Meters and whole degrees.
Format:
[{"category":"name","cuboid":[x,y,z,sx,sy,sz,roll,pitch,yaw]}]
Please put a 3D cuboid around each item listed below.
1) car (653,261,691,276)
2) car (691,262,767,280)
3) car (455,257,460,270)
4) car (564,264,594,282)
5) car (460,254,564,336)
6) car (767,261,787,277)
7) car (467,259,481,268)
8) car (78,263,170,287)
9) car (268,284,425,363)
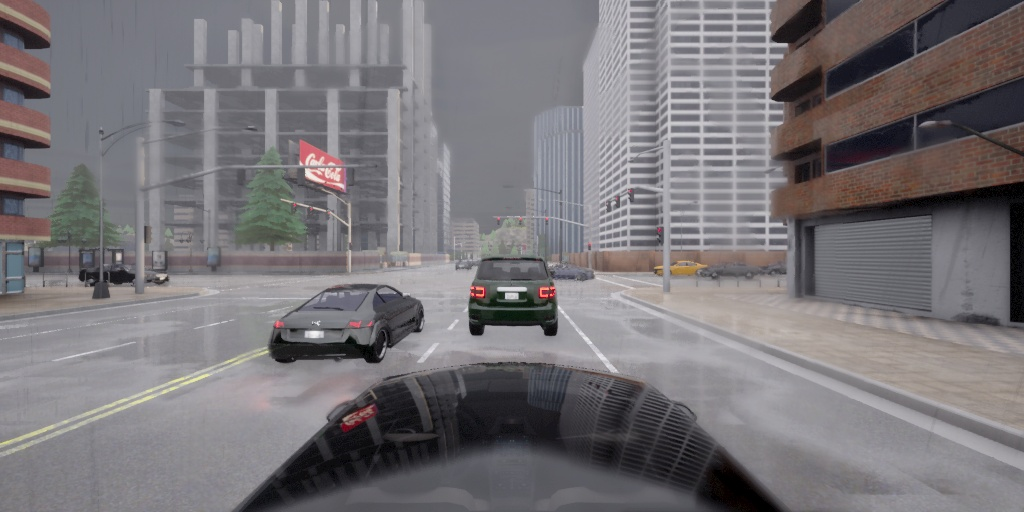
[{"category":"car","cuboid":[16.305,1.227,34.746,5.008,1.535,1.882,0,0,0]},{"category":"car","cuboid":[18.782,1.241,31.245,4.902,1.511,2.128,0,0,0]},{"category":"car","cuboid":[-6.822,1.241,50.693,2.128,1.511,4.902,0,0,0]},{"category":"car","cuboid":[4.412,1.314,28.607,4.181,1.385,1.994,0,0,18]},{"category":"car","cuboid":[0.102,0.971,10.543,2.150,2.045,5.566,0,0,2]},{"category":"car","cuboid":[26.241,1.241,34.733,4.902,1.511,2.128,0,0,0]},{"category":"car","cuboid":[-6.719,1.314,63.380,1.994,1.385,4.181,0,0,1]},{"category":"car","cuboid":[-25.911,1.241,24.062,4.902,1.511,2.128,0,0,0]},{"category":"car","cuboid":[-3.375,1.314,8.156,1.994,1.385,4.181,0,0,0]}]
